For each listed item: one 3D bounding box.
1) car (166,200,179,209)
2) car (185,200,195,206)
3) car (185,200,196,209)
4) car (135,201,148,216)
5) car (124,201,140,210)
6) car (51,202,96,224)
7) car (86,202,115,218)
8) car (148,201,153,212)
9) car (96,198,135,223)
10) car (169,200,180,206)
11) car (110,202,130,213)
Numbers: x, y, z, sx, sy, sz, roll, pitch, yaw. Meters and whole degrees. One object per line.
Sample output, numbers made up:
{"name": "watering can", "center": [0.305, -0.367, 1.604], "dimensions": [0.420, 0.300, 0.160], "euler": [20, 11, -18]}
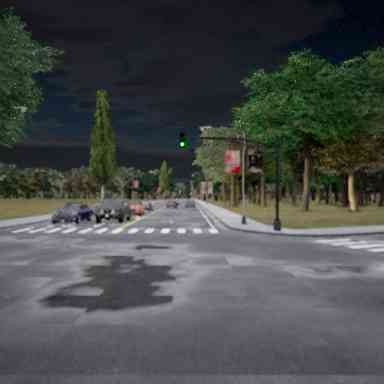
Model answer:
{"name": "car", "center": [-3.577, 2.210, 59.096], "dimensions": [2.128, 1.511, 4.902], "euler": [0, -1, 0]}
{"name": "car", "center": [-0.386, 2.296, 69.561], "dimensions": [1.895, 1.301, 4.718], "euler": [0, -1, 0]}
{"name": "car", "center": [-0.327, 2.219, 59.114], "dimensions": [2.128, 1.511, 4.902], "euler": [0, -1, 0]}
{"name": "car", "center": [-6.777, 1.802, 38.709], "dimensions": [2.097, 1.767, 4.553], "euler": [0, -1, 0]}
{"name": "car", "center": [-10.126, 2.232, 56.752], "dimensions": [1.994, 1.385, 4.181], "euler": [0, -1, 0]}
{"name": "car", "center": [-9.974, 1.662, 27.914], "dimensions": [2.097, 1.767, 4.553], "euler": [0, -1, 0]}
{"name": "car", "center": [-10.023, 1.923, 36.866], "dimensions": [1.837, 1.490, 4.892], "euler": [0, -1, 0]}
{"name": "car", "center": [-6.821, 2.100, 48.736], "dimensions": [1.812, 1.442, 4.674], "euler": [0, -1, 0]}
{"name": "car", "center": [-6.726, 1.554, 29.038], "dimensions": [2.150, 2.045, 5.566], "euler": [0, -1, 0]}
{"name": "car", "center": [-3.636, 2.287, 69.542], "dimensions": [1.895, 1.301, 4.718], "euler": [0, -1, 0]}
{"name": "car", "center": [-10.076, 2.144, 46.928], "dimensions": [1.895, 1.301, 4.718], "euler": [0, -1, 0]}
